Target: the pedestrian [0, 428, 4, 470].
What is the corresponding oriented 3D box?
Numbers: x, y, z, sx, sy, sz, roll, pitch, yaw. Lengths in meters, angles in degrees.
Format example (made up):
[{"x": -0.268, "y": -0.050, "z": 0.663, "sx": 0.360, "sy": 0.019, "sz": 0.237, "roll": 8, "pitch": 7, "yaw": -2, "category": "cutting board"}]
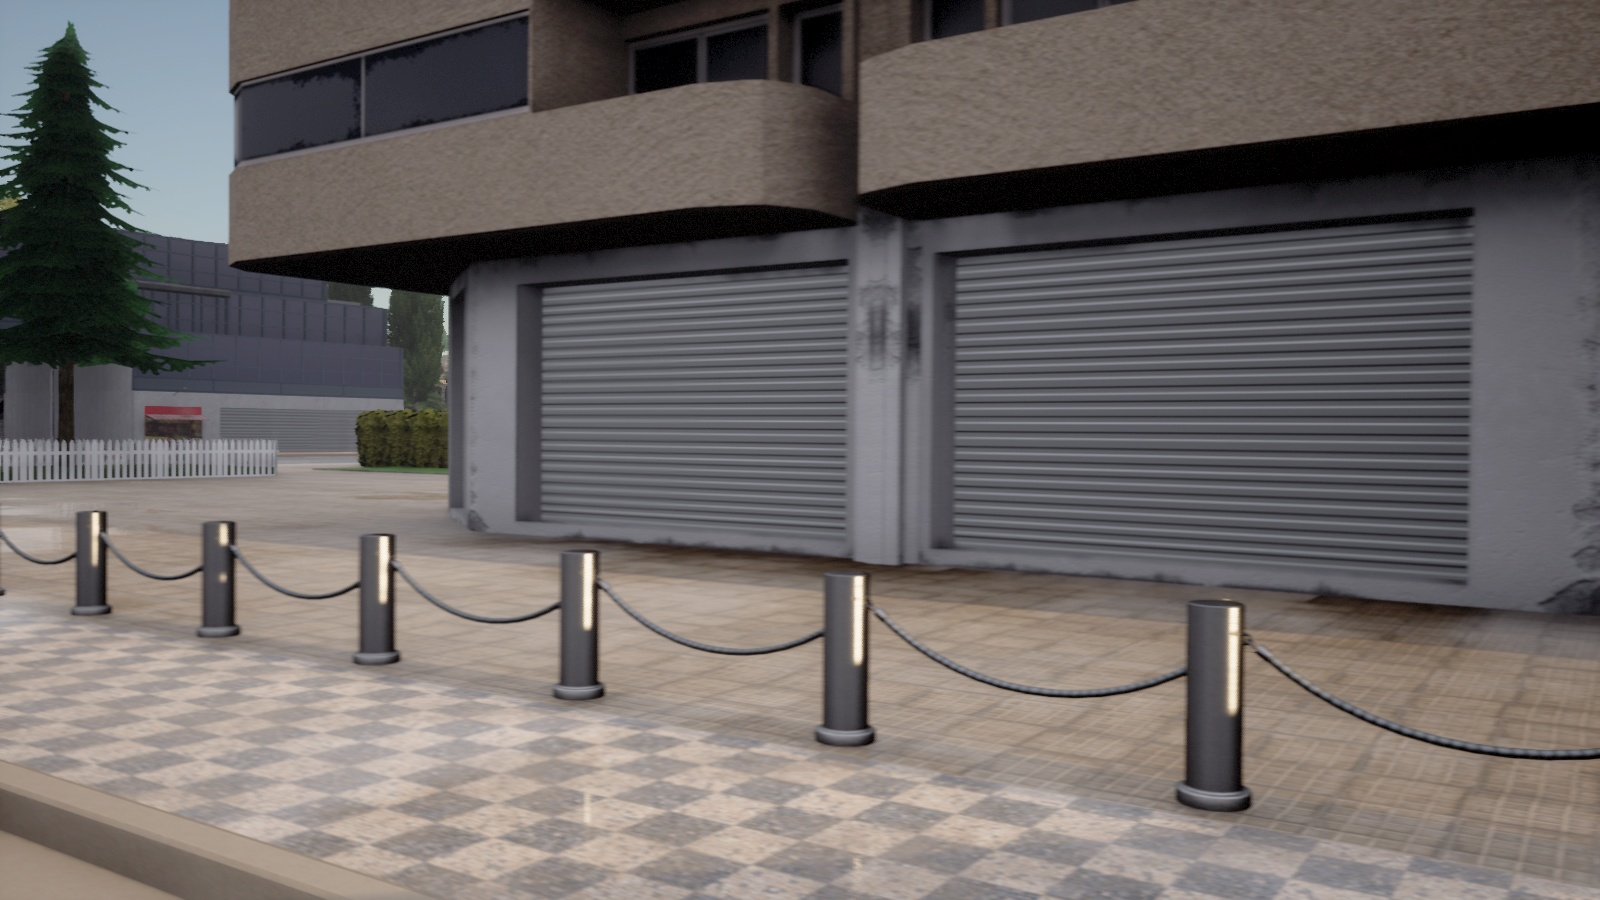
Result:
[{"x": -35.500, "y": -0.043, "z": 55.319, "sx": 0.353, "sy": 1.847, "sz": 0.614, "roll": 0, "pitch": 1, "yaw": 32, "category": "pedestrian"}]
